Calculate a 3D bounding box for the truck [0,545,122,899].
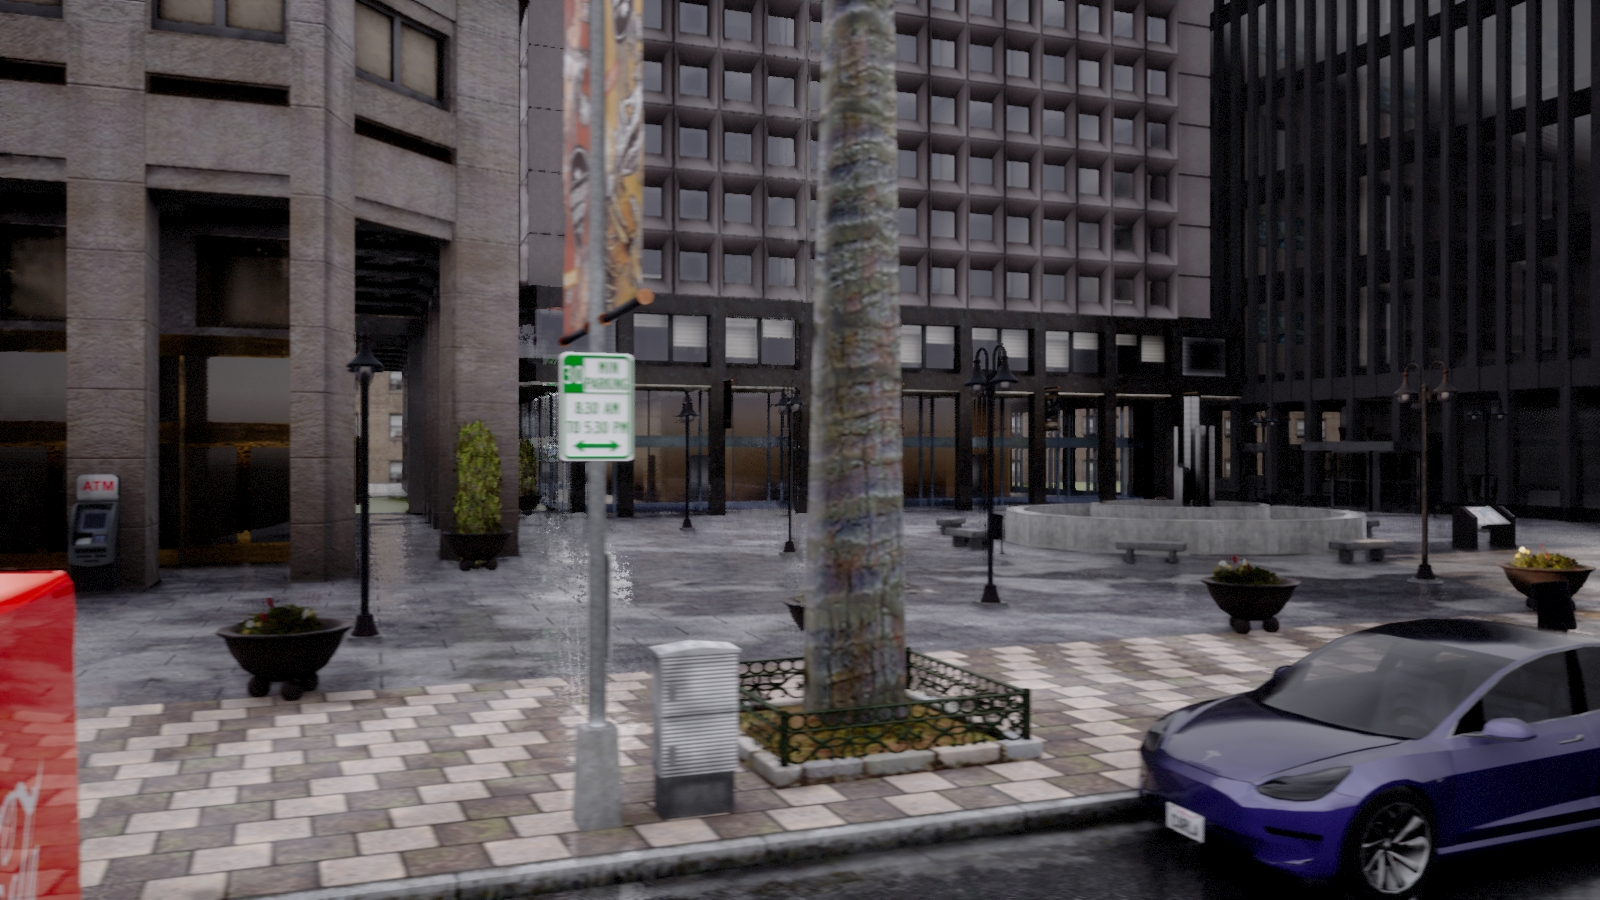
[{"bbox_3d":[-4.290,1.565,1.753,5.204,2.467,2.627,0,0,-20],"label":"truck"}]
